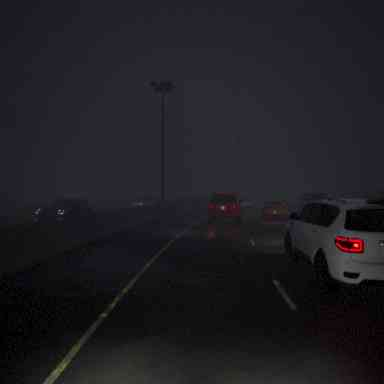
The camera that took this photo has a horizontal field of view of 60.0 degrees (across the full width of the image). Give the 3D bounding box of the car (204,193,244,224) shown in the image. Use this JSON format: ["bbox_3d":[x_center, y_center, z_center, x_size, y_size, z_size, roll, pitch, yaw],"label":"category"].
[{"bbox_3d":[2.440,1.096,23.904,2.150,2.045,5.566,0,0,10],"label":"car"}]

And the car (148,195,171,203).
[{"bbox_3d":[-5.488,1.274,59.339,1.895,1.301,4.718,0,0,22],"label":"car"}]

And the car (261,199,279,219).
[{"bbox_3d":[6.688,1.342,27.300,1.882,1.535,5.008,0,0,11],"label":"car"}]

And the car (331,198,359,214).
[{"bbox_3d":[15.511,1.369,33.921,1.812,1.442,4.674,0,0,15],"label":"car"}]

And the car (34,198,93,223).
[{"bbox_3d":[-8.589,1.217,22.595,2.097,1.767,4.553,0,0,9],"label":"car"}]

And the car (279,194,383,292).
[{"bbox_3d":[4.033,1.180,8.888,2.150,2.045,5.566,0,0,4],"label":"car"}]

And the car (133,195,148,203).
[{"bbox_3d":[-8.699,1.208,60.776,2.033,1.411,5.357,0,0,22],"label":"car"}]

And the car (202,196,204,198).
[{"bbox_3d":[2.956,1.241,61.211,1.994,1.385,4.181,0,0,24],"label":"car"}]

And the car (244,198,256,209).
[{"bbox_3d":[6.816,1.390,41.489,1.895,1.301,4.718,0,0,17],"label":"car"}]

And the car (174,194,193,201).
[{"bbox_3d":[-1.435,1.180,59.899,1.837,1.490,4.892,0,1,23],"label":"car"}]
